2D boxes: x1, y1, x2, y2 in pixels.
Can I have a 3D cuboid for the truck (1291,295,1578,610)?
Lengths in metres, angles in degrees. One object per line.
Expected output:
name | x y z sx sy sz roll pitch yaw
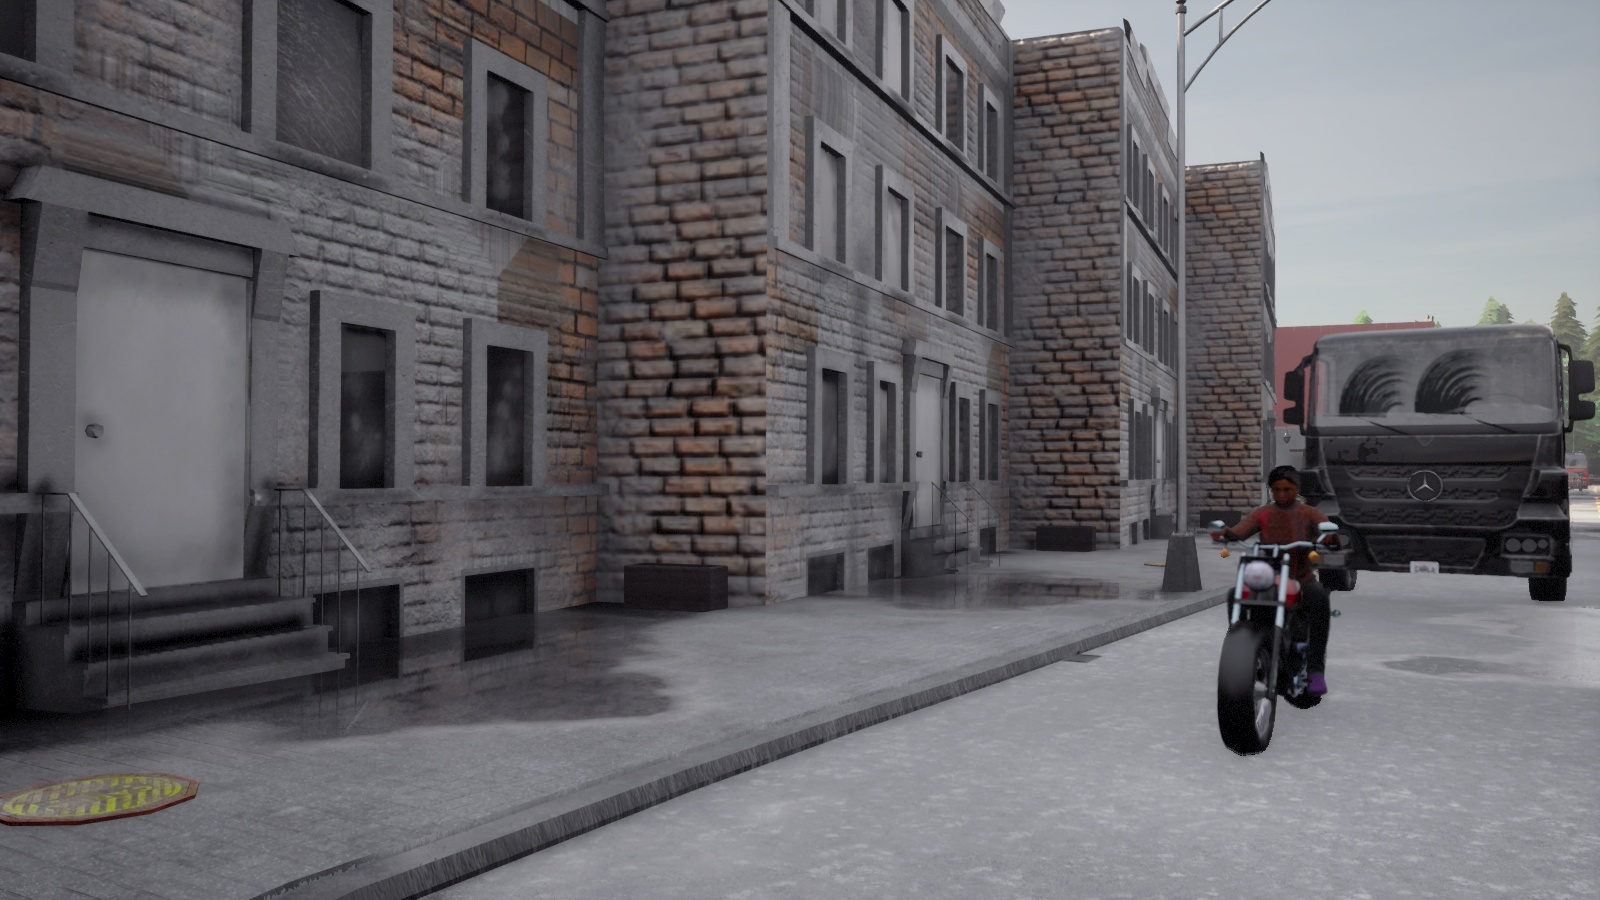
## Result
truck | 9.351 0.085 17.932 2.891 3.462 7.936 -1 -1 32

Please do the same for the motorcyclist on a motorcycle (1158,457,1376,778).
motorcyclist on a motorcycle | 2.916 0.877 7.666 0.766 1.649 2.350 -1 -1 32
